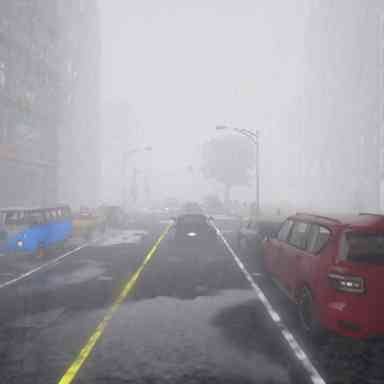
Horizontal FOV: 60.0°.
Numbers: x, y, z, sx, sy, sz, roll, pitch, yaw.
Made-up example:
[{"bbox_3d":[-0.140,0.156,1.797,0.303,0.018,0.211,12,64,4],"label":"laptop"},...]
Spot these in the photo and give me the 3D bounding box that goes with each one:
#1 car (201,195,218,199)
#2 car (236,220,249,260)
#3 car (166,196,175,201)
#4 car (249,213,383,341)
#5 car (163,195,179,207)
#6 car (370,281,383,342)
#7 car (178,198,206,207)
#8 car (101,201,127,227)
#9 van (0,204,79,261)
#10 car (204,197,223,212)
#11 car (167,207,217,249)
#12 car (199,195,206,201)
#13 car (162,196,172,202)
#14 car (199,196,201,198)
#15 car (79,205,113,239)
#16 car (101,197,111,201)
[{"bbox_3d":[2.693,1.342,45.101,2.192,1.841,5.009,0,0,0],"label":"car"},{"bbox_3d":[2.693,1.565,11.963,1.947,1.339,4.313,0,0,0],"label":"car"},{"bbox_3d":[-5.689,1.646,88.555,2.008,1.369,4.403,0,0,0],"label":"car"},{"bbox_3d":[2.693,1.313,6.442,2.192,1.841,5.009,0,0,0],"label":"car"},{"bbox_3d":[-3.000,1.636,50.650,2.033,1.411,5.357,0,0,0],"label":"car"},{"bbox_3d":[2.693,1.548,0.918,2.008,1.369,4.403,0,0,0],"label":"car"},{"bbox_3d":[0.000,1.545,29.650,1.812,1.442,4.674,0,0,0],"label":"car"},{"bbox_3d":[-5.689,1.571,23.010,1.947,1.339,4.313,0,0,0],"label":"car"},{"bbox_3d":[-5.688,1.340,11.964,1.690,1.788,3.998,0,0,0],"label":"van"},{"bbox_3d":[2.692,1.587,39.578,1.947,1.339,4.313,0,0,0],"label":"car"},{"bbox_3d":[0.000,1.574,14.650,1.994,1.385,4.181,0,0,0],"label":"car"},{"bbox_3d":[2.691,1.621,88.725,1.752,1.417,4.829,0,0,0],"label":"car"},{"bbox_3d":[-5.689,1.624,77.489,2.008,1.369,4.403,0,0,0],"label":"car"},{"bbox_3d":[2.691,1.618,77.489,1.887,1.381,4.507,0,0,0],"label":"car"},{"bbox_3d":[-5.688,1.527,17.317,1.752,1.417,4.829,0,0,0],"label":"car"},{"bbox_3d":[-16.425,1.382,58.084,4.403,1.369,2.008,1,-1,-1],"label":"car"}]
